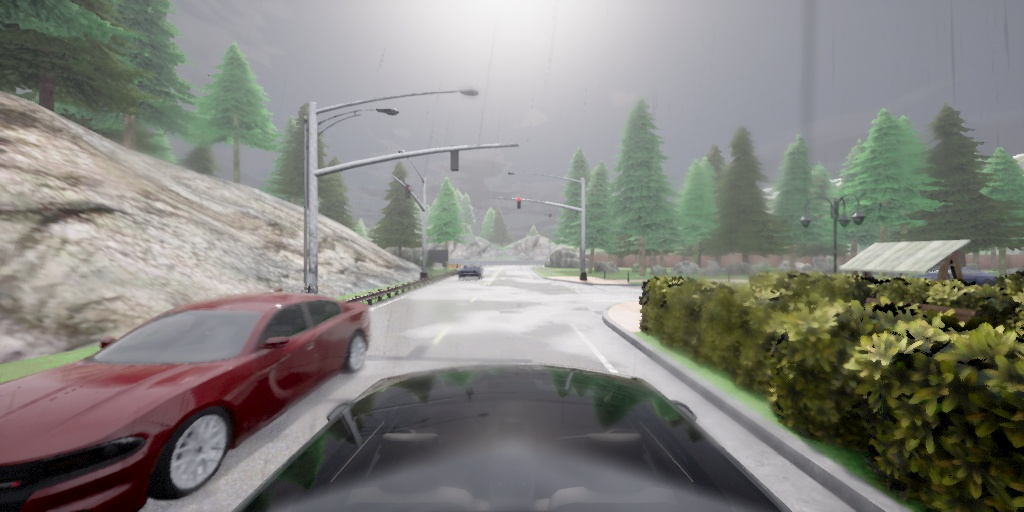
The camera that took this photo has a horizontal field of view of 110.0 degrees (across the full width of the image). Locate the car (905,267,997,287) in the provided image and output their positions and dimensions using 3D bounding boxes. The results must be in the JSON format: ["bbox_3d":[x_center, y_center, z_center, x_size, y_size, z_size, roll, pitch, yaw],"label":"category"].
[{"bbox_3d":[27.679,1.427,22.731,4.674,1.442,1.812,0,0,1],"label":"car"}]

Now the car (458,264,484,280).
[{"bbox_3d":[-3.502,1.324,31.070,1.895,1.301,4.718,0,0,0],"label":"car"}]

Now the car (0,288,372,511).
[{"bbox_3d":[-3.549,1.275,4.658,1.882,1.535,5.008,0,1,0],"label":"car"}]
